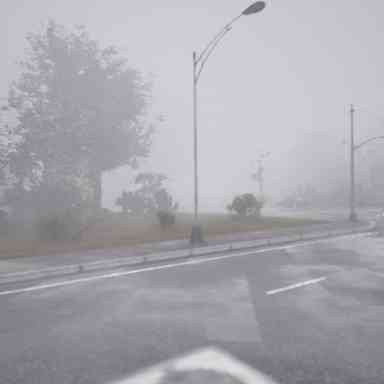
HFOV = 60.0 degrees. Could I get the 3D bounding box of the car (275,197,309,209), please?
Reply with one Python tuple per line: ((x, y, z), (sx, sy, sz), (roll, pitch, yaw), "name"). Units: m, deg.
((13.168, 1.510, 44.215), (1.837, 1.490, 4.892), (-1, -2, -32), "car")
